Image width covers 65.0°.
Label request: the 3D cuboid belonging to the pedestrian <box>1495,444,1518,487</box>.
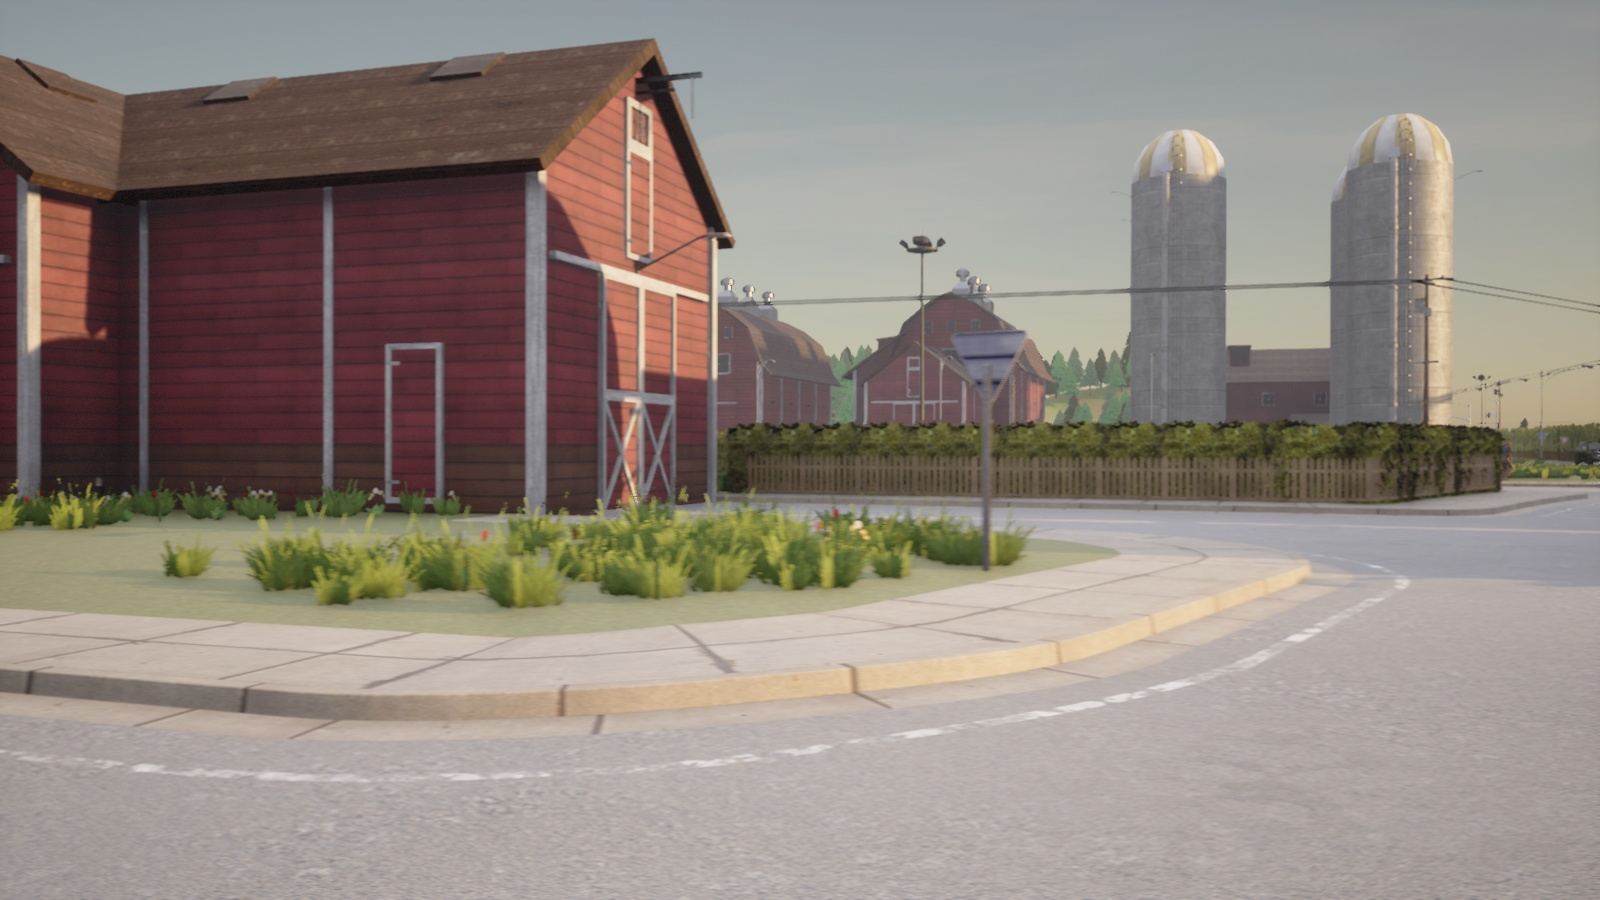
[{"bbox_3d":[30.238,0.664,53.752,0.694,1.848,0.540,1,0,-2],"label":"pedestrian"}]
